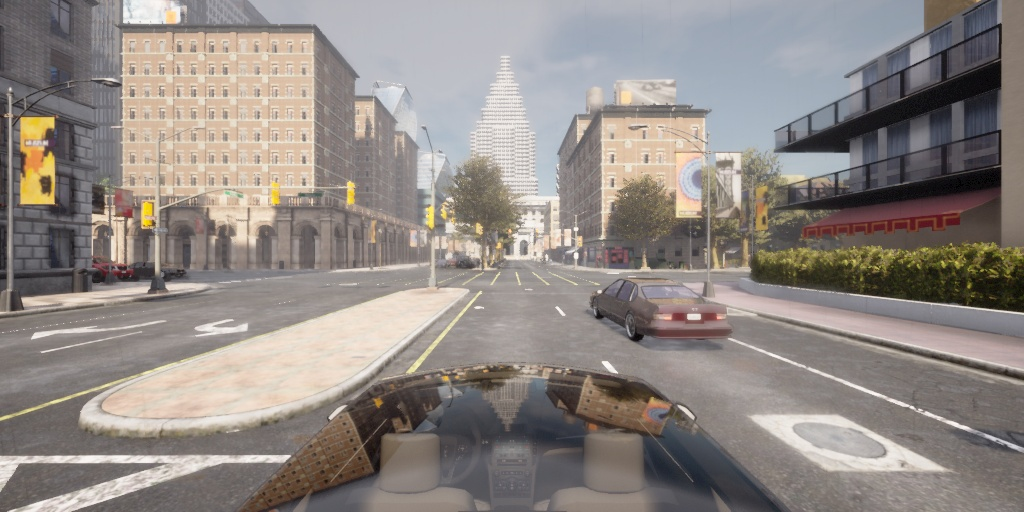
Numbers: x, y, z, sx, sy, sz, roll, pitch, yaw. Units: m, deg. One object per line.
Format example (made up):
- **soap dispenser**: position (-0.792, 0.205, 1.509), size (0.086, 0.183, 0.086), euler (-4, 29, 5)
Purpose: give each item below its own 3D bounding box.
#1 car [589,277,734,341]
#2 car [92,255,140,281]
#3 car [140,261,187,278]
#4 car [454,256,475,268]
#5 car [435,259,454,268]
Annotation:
- **car**: position (3.634, 1.297, 9.886), size (2.033, 1.411, 5.357), euler (0, 0, -3)
- **car**: position (-34.648, 0.971, 29.438), size (5.566, 2.045, 2.150), euler (0, 0, 0)
- **car**: position (-32.849, 1.255, 32.965), size (4.892, 1.490, 1.837), euler (0, 0, 0)
- **car**: position (-8.062, 0.971, 60.697), size (2.150, 2.045, 5.566), euler (0, 0, 0)
- **car**: position (-11.557, 1.297, 60.073), size (2.033, 1.411, 5.357), euler (0, 0, 0)
